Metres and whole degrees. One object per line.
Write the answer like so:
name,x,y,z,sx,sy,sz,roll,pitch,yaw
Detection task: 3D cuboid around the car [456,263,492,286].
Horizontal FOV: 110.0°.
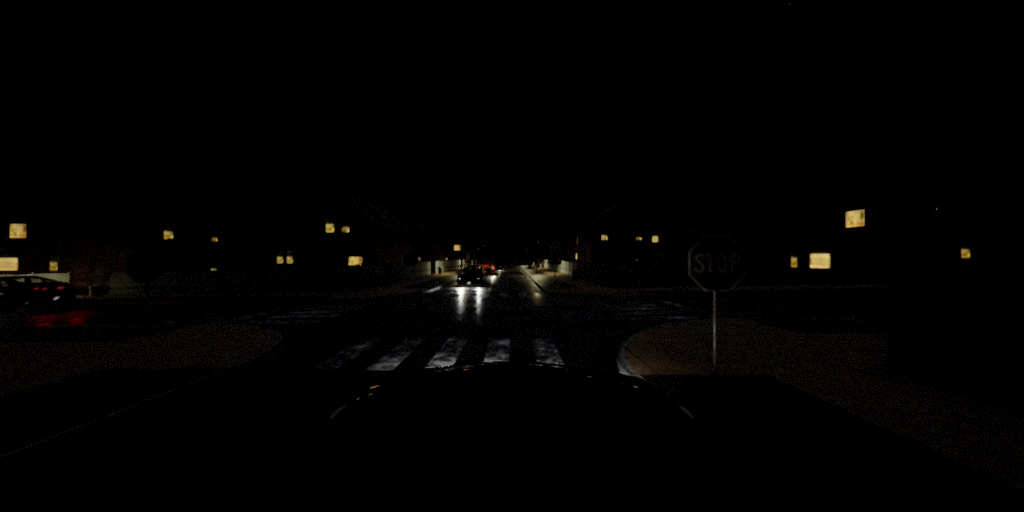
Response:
car,-2.895,1.435,26.703,2.033,1.411,5.357,0,0,0

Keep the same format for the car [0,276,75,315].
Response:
car,-21.823,1.630,15.338,4.902,1.511,2.128,-1,-1,2

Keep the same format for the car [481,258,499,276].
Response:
car,-2.917,1.322,41.545,2.097,1.767,4.553,0,0,0

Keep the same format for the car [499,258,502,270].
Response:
car,-2.857,1.339,61.602,2.150,2.045,5.566,0,0,0
